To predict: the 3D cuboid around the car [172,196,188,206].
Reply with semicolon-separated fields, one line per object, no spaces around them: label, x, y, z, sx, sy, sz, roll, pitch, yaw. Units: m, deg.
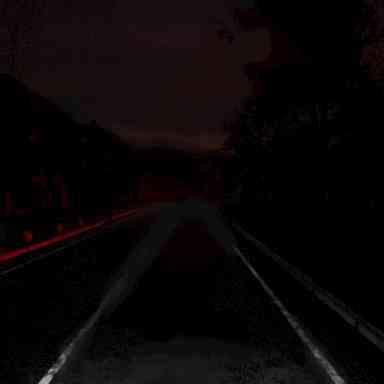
car;-1.996;1.398;55.297;2.097;1.767;4.553;0;0;7
